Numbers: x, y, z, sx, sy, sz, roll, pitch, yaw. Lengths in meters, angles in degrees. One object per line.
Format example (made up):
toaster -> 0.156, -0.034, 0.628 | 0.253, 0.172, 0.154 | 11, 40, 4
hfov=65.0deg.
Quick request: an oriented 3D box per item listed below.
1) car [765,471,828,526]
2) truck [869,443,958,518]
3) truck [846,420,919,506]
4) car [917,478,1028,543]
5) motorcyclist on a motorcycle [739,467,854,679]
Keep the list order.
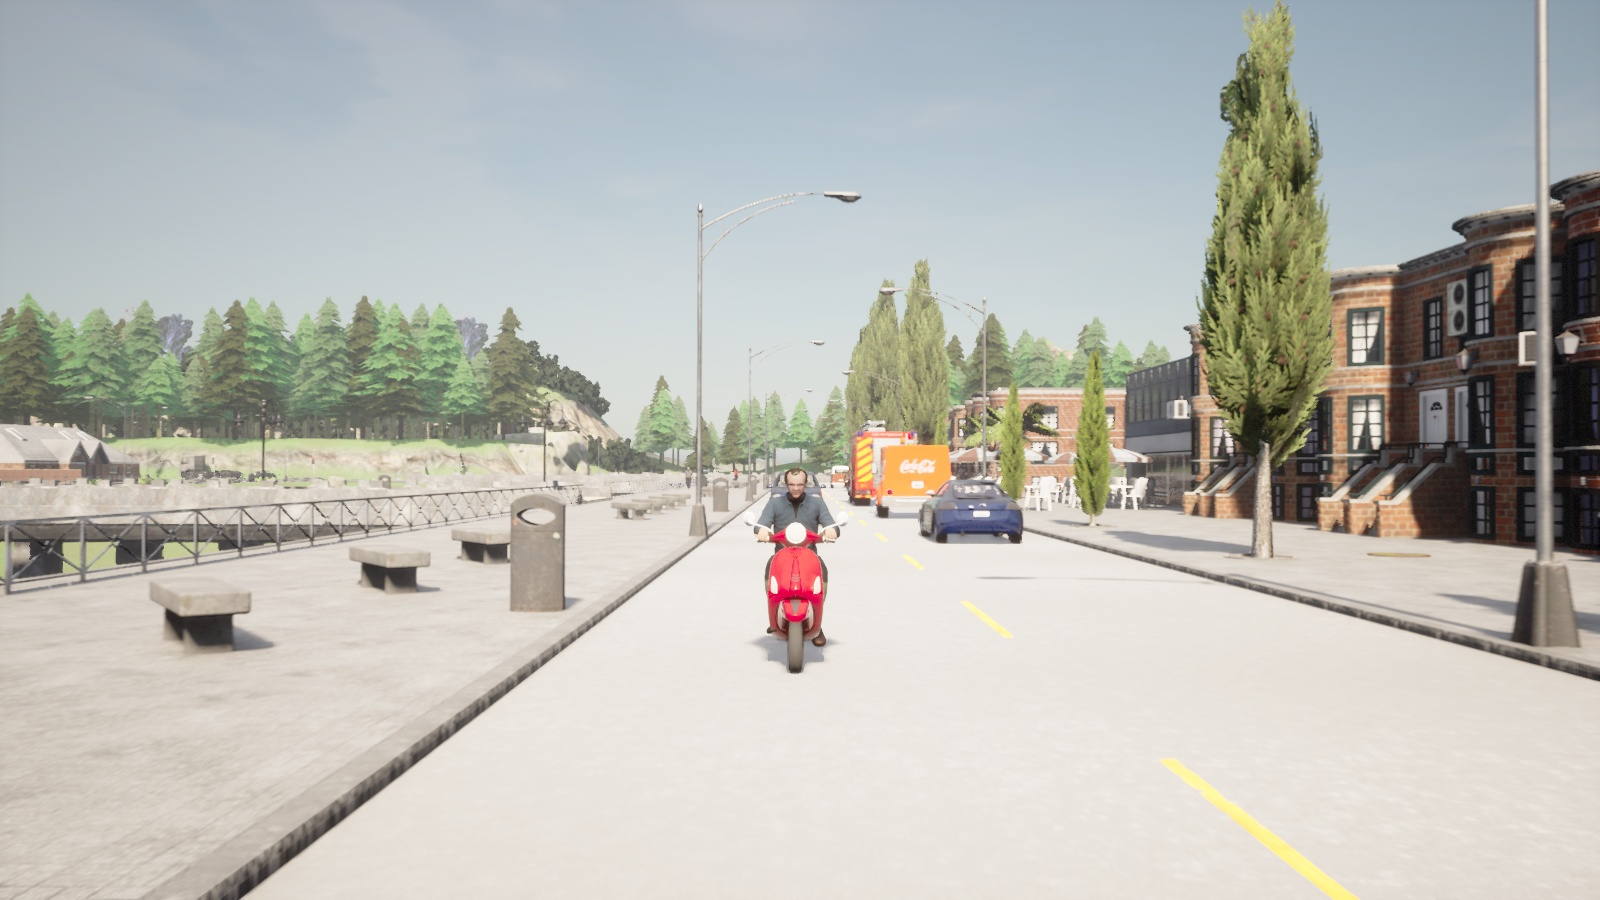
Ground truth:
car -> -0.098, 1.428, 37.870 | 1.789, 1.549, 3.705 | 0, -1, 0
truck -> 3.883, 1.051, 44.115 | 2.627, 2.467, 5.204 | 0, -1, 0
truck -> 3.839, 0.642, 60.175 | 2.891, 3.827, 8.468 | 0, -1, 0
car -> 3.924, 1.352, 29.238 | 1.994, 1.385, 4.181 | 0, -1, 0
motorcyclist on a motorcycle -> -0.027, 0.942, 10.392 | 0.866, 1.590, 1.817 | 0, -1, 0
